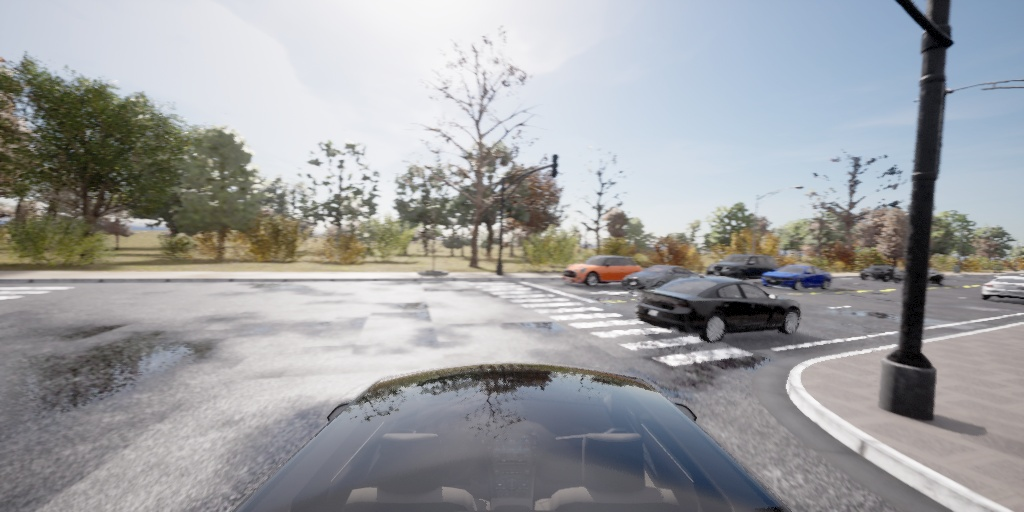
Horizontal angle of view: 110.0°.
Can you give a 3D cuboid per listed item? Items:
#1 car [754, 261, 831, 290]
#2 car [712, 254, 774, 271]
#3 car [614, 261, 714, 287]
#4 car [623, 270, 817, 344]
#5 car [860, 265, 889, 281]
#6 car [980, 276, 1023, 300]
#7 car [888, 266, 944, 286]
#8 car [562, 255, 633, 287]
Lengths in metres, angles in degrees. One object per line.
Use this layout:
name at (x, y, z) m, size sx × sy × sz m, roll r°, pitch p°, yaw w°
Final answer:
car at (18.103, 1.325, 22.781) m, size 5.008 × 1.535 × 1.882 m, roll 2°, pitch 2°, yaw -25°
car at (16.476, 0.896, 25.587) m, size 5.566 × 2.045 × 2.150 m, roll 1°, pitch 2°, yaw -25°
car at (7.603, 1.164, 17.955) m, size 4.181 × 1.385 × 1.994 m, roll 1°, pitch 2°, yaw -24°
car at (5.739, 1.311, 9.871) m, size 5.008 × 1.535 × 1.882 m, roll 1°, pitch 2°, yaw -24°
car at (35.897, 1.631, 34.795) m, size 4.892 × 1.490 × 1.837 m, roll 2°, pitch 2°, yaw -26°
car at (29.175, 1.907, 20.717) m, size 4.674 × 1.442 × 1.812 m, roll 1°, pitch 2°, yaw -25°
car at (34.919, 1.714, 30.733) m, size 5.008 × 1.535 × 1.882 m, roll 1°, pitch 2°, yaw -25°
car at (5.128, 0.758, 20.386) m, size 4.553 × 1.767 × 2.097 m, roll 1°, pitch 2°, yaw -24°
